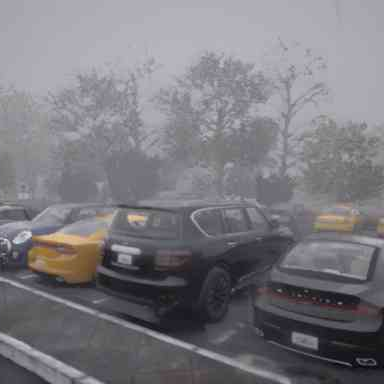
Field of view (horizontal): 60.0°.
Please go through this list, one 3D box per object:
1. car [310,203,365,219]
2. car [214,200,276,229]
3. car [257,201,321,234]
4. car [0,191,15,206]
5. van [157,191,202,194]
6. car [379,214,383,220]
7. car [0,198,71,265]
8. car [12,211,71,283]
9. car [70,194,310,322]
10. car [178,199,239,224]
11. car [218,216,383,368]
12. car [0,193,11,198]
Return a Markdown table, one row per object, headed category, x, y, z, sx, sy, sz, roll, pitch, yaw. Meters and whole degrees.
| category | x | y | z | sx | sy | sz | roll | pitch | yaw |
| --- | --- | --- | --- | --- | --- | --- | --- | --- | --- |
| car | 8.232 | 1.406 | 18.236 | 1.946 | 1.575 | 5.366 | 1 | 1 | 36 |
| car | 3.513 | 1.331 | 21.444 | 2.002 | 1.452 | 4.674 | 2 | 1 | 36 |
| car | 5.882 | 1.386 | 19.752 | 2.163 | 1.488 | 4.792 | 2 | 1 | 36 |
| car | -25.202 | 0.847 | 42.016 | 2.185 | 1.767 | 4.553 | 2 | 1 | 36 |
| van | -0.971 | 0.932 | 24.546 | 1.878 | 1.987 | 4.442 | 2 | 2 | 36 |
| car | 10.493 | 1.450 | 16.591 | 1.946 | 1.575 | 5.366 | 1 | 1 | 36 |
| car | -4.006 | 1.176 | 10.774 | 2.185 | 1.767 | 4.553 | 2 | 1 | 36 |
| car | -1.783 | 1.364 | 9.112 | 2.097 | 1.535 | 5.008 | 1 | 1 | 36 |
| car | 0.499 | 1.165 | 7.493 | 2.435 | 2.045 | 5.566 | 1 | 1 | 36 |
| car | 1.261 | 1.262 | 23.082 | 2.002 | 1.452 | 4.674 | 2 | 1 | 36 |
| car | 2.730 | 1.461 | 5.826 | 2.231 | 1.521 | 4.892 | 1 | 1 | 36 |
| car | -22.985 | 1.062 | 40.362 | 2.097 | 1.535 | 5.008 | 2 | 1 | 36 |
